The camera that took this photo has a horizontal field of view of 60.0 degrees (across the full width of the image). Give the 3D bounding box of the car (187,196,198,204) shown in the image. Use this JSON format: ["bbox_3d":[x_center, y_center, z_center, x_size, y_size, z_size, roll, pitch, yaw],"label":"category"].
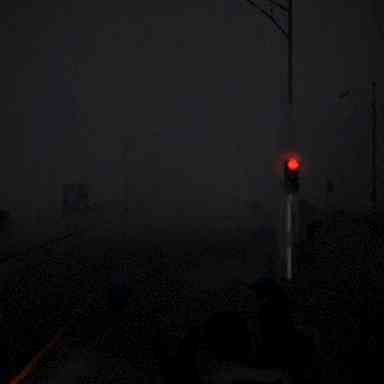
[{"bbox_3d":[0.039,1.417,61.686,1.812,1.442,4.674,0,0,0],"label":"car"}]
